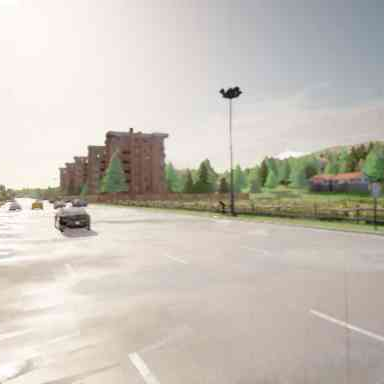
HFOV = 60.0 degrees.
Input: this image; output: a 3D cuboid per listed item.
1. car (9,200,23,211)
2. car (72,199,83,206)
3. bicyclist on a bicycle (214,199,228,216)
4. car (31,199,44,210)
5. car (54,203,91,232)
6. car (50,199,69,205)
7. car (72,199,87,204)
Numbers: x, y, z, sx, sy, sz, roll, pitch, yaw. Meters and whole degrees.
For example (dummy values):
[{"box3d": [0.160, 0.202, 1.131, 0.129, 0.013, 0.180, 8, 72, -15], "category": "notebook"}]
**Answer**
[{"box3d": [-29.451, 2.444, 55.617, 1.812, 1.442, 4.674, -1, -1, -28], "category": "car"}, {"box3d": [-29.647, 2.651, 85.864, 1.882, 1.535, 5.008, -1, -1, -28], "category": "car"}, {"box3d": [2.877, 1.533, 32.791, 1.656, 1.620, 0.582, -1, 0, -28], "category": "bicyclist on a bicycle"}, {"box3d": [-28.384, 2.425, 61.075, 1.882, 1.535, 5.008, -1, -1, -28], "category": "car"}, {"box3d": [-8.176, 1.793, 22.646, 1.882, 1.535, 5.008, -1, -1, -27], "category": "car"}, {"box3d": [-23.679, 2.411, 59.673, 2.033, 1.411, 5.357, -1, -1, -28], "category": "car"}, {"box3d": [-20.769, 2.187, 61.650, 2.097, 1.767, 4.553, -1, -1, -28], "category": "car"}]
